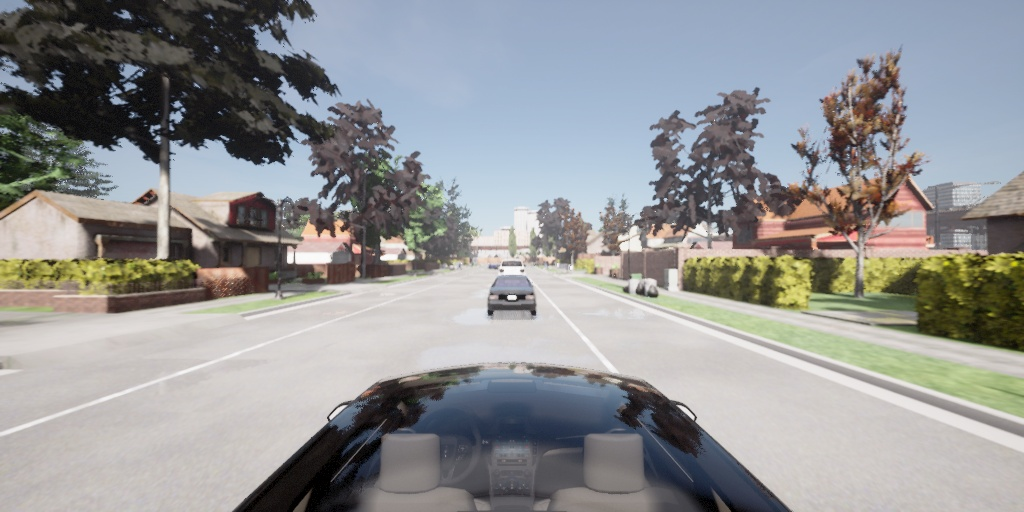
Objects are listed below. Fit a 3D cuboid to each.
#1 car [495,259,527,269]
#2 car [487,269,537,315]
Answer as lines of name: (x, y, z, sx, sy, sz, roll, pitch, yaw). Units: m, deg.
car: (0.006, 1.278, 29.422, 2.150, 2.045, 5.566, 0, 0, 0)
car: (0.007, 1.436, 14.339, 2.033, 1.411, 5.357, 0, -1, 0)
